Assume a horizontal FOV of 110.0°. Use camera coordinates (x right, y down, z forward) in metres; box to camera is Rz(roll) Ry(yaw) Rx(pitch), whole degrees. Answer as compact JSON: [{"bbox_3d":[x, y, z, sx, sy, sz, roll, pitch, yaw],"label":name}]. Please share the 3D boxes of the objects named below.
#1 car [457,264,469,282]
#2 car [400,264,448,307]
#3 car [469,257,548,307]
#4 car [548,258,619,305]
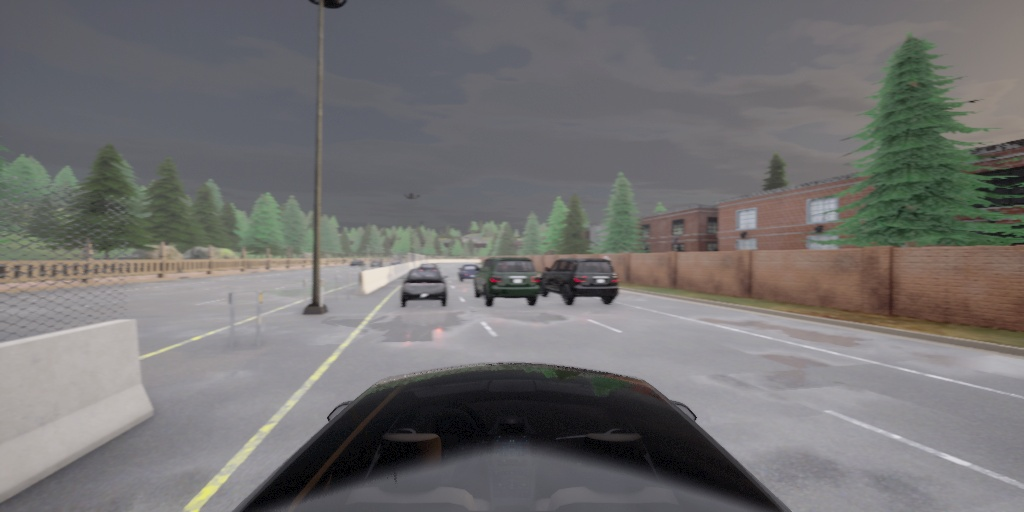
[{"bbox_3d":[-3.659,1.449,31.230,1.812,1.442,4.674,1,0,-12],"label":"car"},{"bbox_3d":[-3.873,1.298,15.917,2.128,1.511,4.902,1,0,-13],"label":"car"},{"bbox_3d":[-0.407,1.072,16.463,2.150,2.045,5.566,1,0,-14],"label":"car"},{"bbox_3d":[2.996,1.122,17.279,2.150,2.045,5.566,1,0,-13],"label":"car"}]
